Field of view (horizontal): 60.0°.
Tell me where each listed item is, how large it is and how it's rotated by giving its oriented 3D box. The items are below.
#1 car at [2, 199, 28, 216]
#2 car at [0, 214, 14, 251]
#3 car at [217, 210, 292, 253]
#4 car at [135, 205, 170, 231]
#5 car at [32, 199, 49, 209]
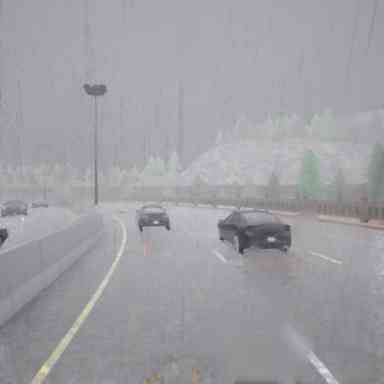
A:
[{"bbox_3d":[-17.858,1.516,33.699,2.097,1.767,4.553,0,0,-24],"label":"car"},{"bbox_3d":[-7.990,1.646,11.085,1.895,1.301,4.718,0,0,-8],"label":"car"},{"bbox_3d":[2.366,1.468,13.782,1.882,1.535,5.008,0,0,-8],"label":"car"},{"bbox_3d":[-2.545,1.552,21.022,1.812,1.442,4.674,0,0,-13],"label":"car"},{"bbox_3d":[-23.114,1.762,50.701,1.812,1.442,4.674,-1,0,-33],"label":"car"}]
